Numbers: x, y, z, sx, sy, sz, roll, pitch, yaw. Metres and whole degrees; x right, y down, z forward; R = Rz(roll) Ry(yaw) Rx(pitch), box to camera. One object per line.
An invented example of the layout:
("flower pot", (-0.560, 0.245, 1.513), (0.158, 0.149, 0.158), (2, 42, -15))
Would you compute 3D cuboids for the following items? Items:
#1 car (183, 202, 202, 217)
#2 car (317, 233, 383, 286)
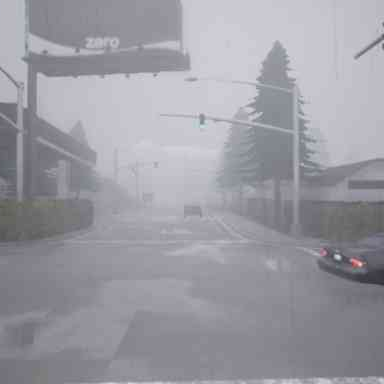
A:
("car", (0.098, 1.800, 35.887), (1.882, 1.535, 5.008), (0, 0, 0))
("car", (6.086, 1.767, 8.685), (5.357, 1.411, 2.033), (2, -1, -10))
